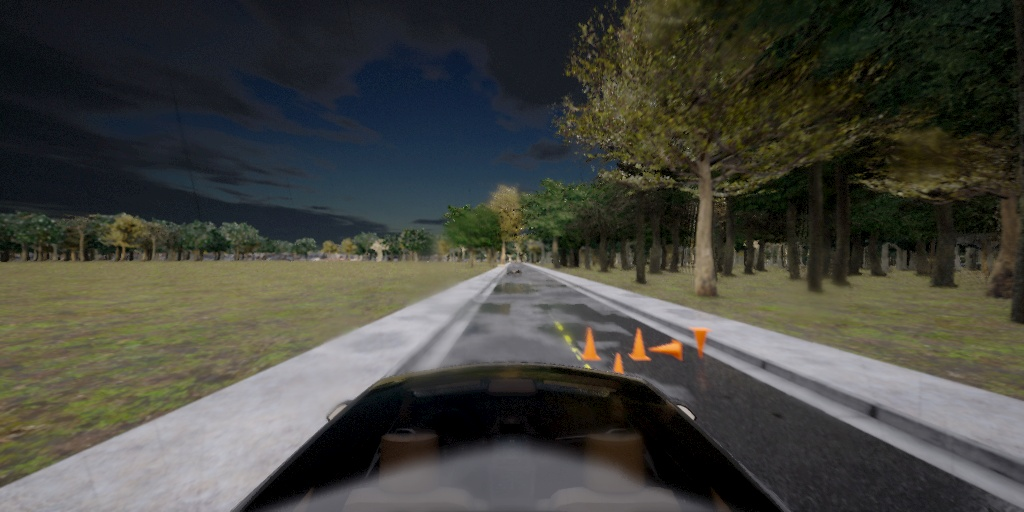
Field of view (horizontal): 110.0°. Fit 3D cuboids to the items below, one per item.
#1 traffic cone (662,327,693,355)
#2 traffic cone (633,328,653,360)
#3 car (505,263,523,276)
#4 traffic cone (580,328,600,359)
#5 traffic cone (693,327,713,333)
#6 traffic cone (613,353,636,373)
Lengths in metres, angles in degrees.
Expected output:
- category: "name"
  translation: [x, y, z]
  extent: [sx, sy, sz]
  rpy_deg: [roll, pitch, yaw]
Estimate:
- category: "traffic cone"
  translation: [3.367, 1.614, 7.309]
  extent: [0.340, 0.580, 0.340]
  rpy_deg: [0, 0, -26]
- category: "traffic cone"
  translation: [2.595, 1.781, 7.336]
  extent: [0.340, 0.580, 0.340]
  rpy_deg: [0, 0, 0]
- category: "car"
  translation: [0.279, 1.709, 45.683]
  extent: [1.837, 1.490, 4.892]
  rpy_deg: [0, -1, 0]
- category: "traffic cone"
  translation: [1.598, 1.774, 7.343]
  extent: [0.340, 0.580, 0.340]
  rpy_deg: [0, 0, 0]
- category: "traffic cone"
  translation: [3.872, 1.204, 7.366]
  extent: [0.340, 0.580, 0.340]
  rpy_deg: [0, 0, 3]
- category: "traffic cone"
  translation: [1.584, 1.754, 5.343]
  extent: [0.340, 0.580, 0.340]
  rpy_deg: [0, 0, 0]
